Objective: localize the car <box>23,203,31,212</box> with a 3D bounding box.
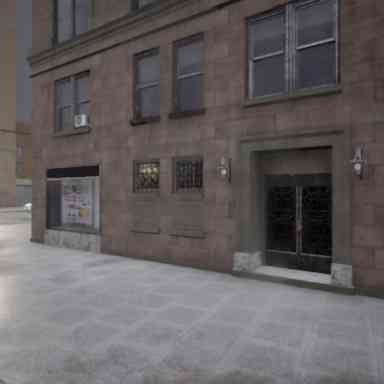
[{"bbox_3d":[-15.648,1.418,35.818,1.812,1.442,4.674,0,0,35],"label":"car"}]
